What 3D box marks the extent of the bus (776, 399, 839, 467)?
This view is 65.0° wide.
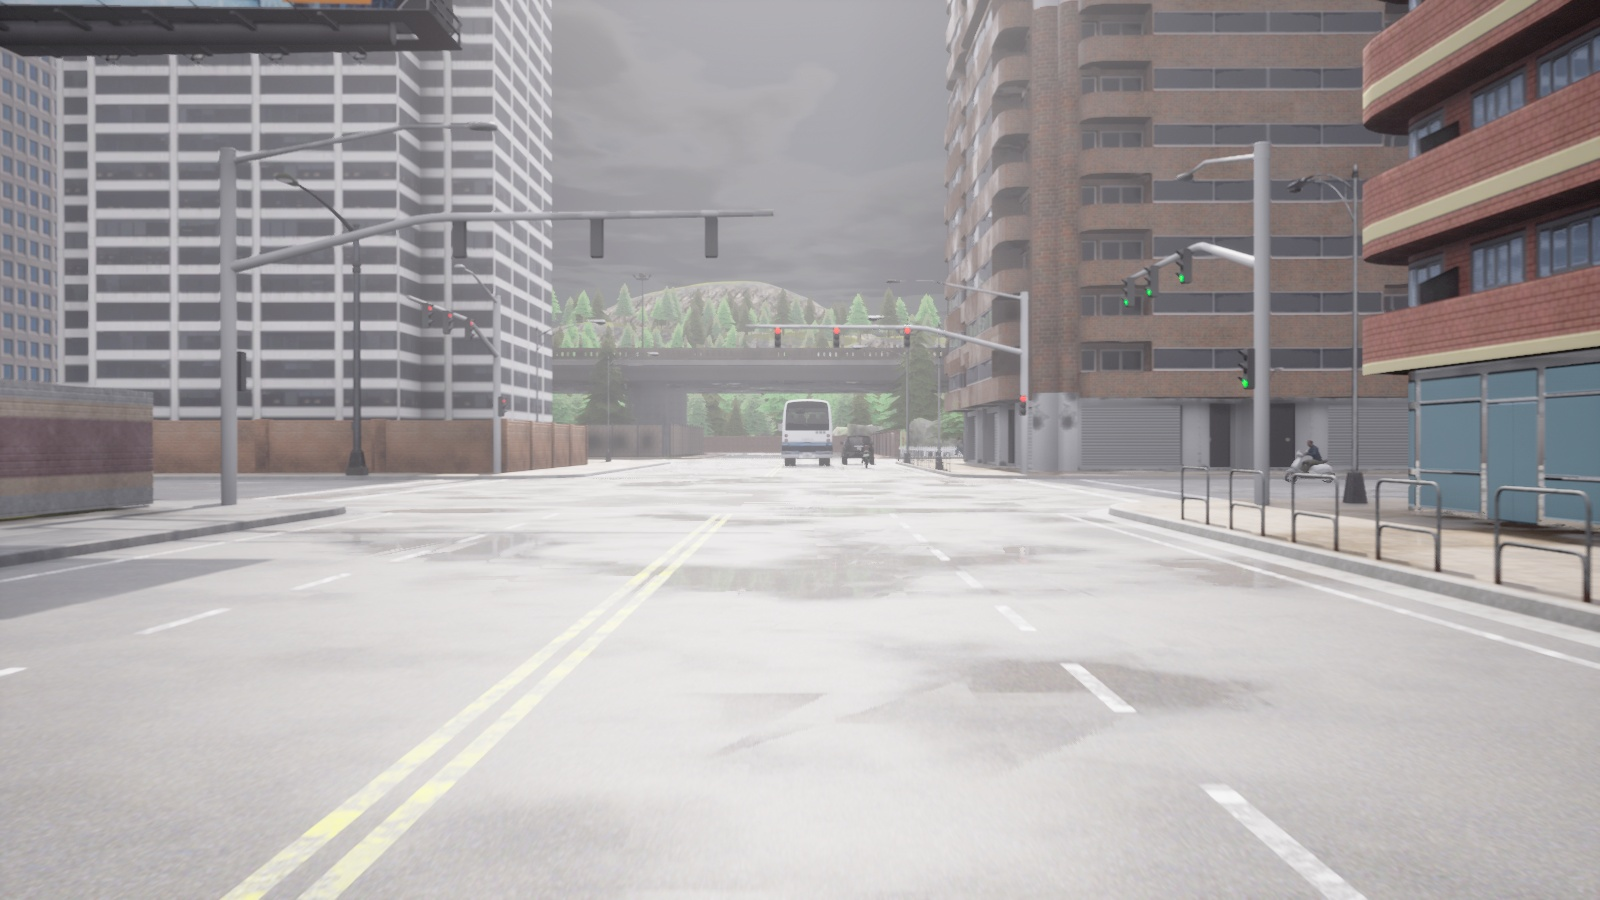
[{"bbox_3d":[0.487,-1.104,84.119,3.944,4.253,10.273,0,0,0],"label":"bus"}]

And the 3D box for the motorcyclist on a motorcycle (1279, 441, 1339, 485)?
[{"bbox_3d":[18.406,0.459,45.460,1.817,1.590,0.866,0,0,1],"label":"motorcyclist on a motorcycle"}]

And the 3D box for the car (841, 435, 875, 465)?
[{"bbox_3d":[4.007,-0.024,87.725,2.150,2.045,5.566,0,1,0],"label":"car"}]
